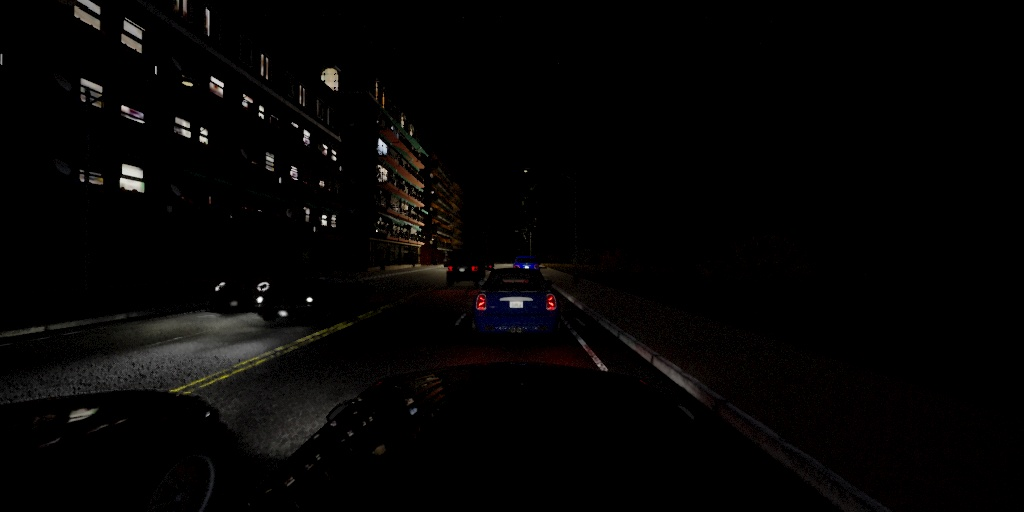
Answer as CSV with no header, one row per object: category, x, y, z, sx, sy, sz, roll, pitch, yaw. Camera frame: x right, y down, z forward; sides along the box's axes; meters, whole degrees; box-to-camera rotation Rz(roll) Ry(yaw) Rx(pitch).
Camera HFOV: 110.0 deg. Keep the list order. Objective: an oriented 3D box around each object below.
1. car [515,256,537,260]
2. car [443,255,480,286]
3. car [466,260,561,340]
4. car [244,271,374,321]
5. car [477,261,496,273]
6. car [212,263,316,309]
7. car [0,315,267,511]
car,1.139,0.979,30.091,2.150,2.045,5.566,0,0,0
car,-3.148,0.975,25.225,2.150,2.045,5.566,0,0,0
car,0.099,1.103,10.137,2.097,1.767,4.553,0,0,0
car,-6.599,1.352,12.554,1.895,1.301,4.718,0,0,0
car,-3.146,1.300,45.043,2.033,1.411,5.357,0,0,0
car,-9.851,1.104,14.944,2.097,1.767,4.553,0,0,0
car,-3.152,1.275,0.920,1.812,1.442,4.674,0,0,0
